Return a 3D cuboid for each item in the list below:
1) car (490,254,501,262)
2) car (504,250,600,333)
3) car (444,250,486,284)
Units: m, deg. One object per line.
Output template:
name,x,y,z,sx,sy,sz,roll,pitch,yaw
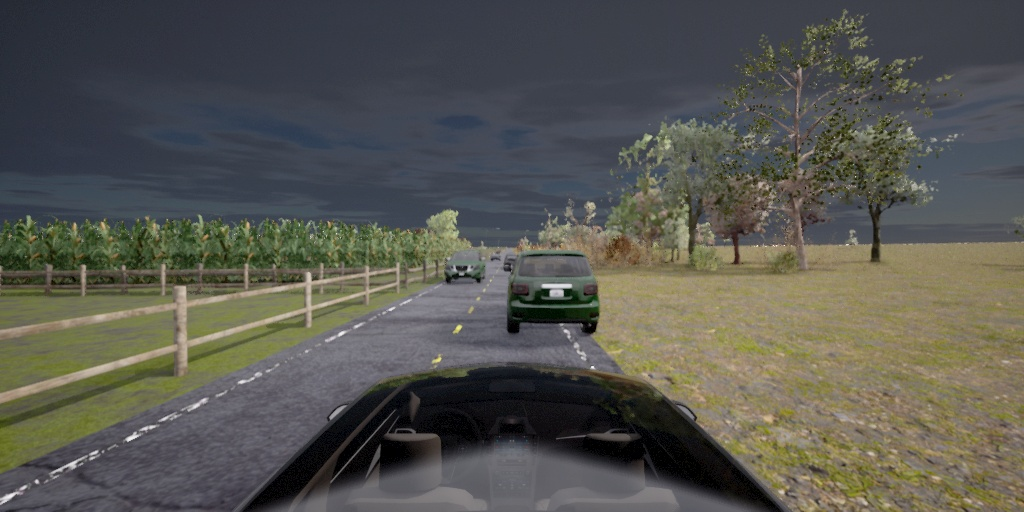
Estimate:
car,-2.900,0.279,64.769,2.033,1.411,5.357,0,1,1
car,0.947,0.844,10.315,2.150,2.045,5.566,0,1,0
car,-2.890,0.636,23.290,2.150,2.045,5.566,0,1,0
